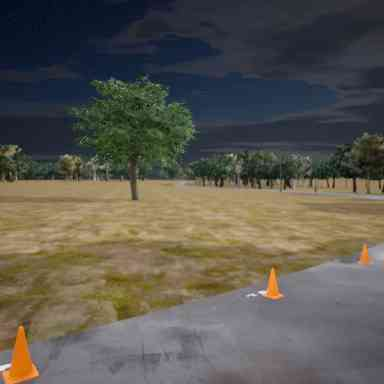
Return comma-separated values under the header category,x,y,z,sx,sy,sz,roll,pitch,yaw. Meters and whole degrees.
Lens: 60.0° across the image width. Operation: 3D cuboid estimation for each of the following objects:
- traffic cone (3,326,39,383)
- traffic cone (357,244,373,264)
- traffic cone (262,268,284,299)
category,x,y,z,sx,sy,sz,roll,pitch,yaw
traffic cone,-2.076,1.930,4.037,0.340,0.580,0.340,0,0,-37
traffic cone,5.367,1.903,10.311,0.340,0.580,0.340,0,0,-43
traffic cone,1.722,1.922,7.082,0.340,0.580,0.340,0,0,-40
